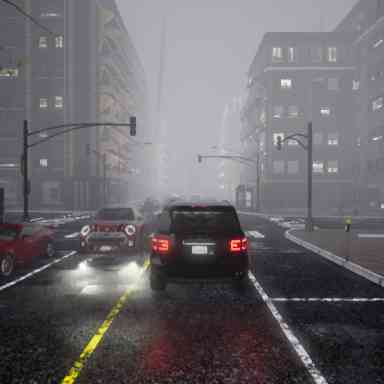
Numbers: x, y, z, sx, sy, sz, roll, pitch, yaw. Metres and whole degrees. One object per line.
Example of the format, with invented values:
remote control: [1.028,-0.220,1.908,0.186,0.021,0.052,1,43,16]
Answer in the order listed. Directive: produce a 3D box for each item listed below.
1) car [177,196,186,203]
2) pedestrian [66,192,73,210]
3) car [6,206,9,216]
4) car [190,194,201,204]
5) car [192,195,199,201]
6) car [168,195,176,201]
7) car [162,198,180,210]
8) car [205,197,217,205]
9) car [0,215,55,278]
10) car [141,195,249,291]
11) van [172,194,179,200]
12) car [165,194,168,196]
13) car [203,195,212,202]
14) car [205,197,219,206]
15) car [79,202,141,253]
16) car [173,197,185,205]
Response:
car: [-2.259,1.522,71.954,1.812,1.442,4.674,0,0,1]
pedestrian: [-12.374,0.902,33.550,0.375,1.860,0.375,0,-1,0]
car: [-16.324,1.217,24.811,5.008,1.535,1.882,1,0,0]
car: [0.776,1.352,66.338,2.097,1.767,4.553,0,0,3]
car: [0.856,1.478,82.752,1.882,1.535,5.008,0,0,1]
car: [-4.849,1.525,81.782,1.752,1.417,4.829,0,0,1]
car: [-2.644,1.562,43.109,1.994,1.385,4.181,0,0,2]
car: [3.296,1.543,59.304,1.887,1.381,4.507,0,0,1]
car: [-5.600,1.581,10.074,1.802,1.307,4.206,0,0,1]
car: [0.178,1.221,9.152,2.150,2.045,5.566,0,0,1]
van: [-4.730,1.340,93.229,1.690,1.788,3.998,0,0,1]
car: [-4.967,1.314,70.675,2.192,1.841,5.009,0,0,1]
car: [3.473,1.440,76.220,1.967,1.590,4.097,0,0,1]
car: [3.237,1.549,53.667,2.008,1.369,4.403,0,0,1]
car: [-3.050,1.351,13.670,2.097,1.767,4.553,0,0,-3]
car: [-2.428,1.563,61.649,1.994,1.385,4.181,0,0,1]
